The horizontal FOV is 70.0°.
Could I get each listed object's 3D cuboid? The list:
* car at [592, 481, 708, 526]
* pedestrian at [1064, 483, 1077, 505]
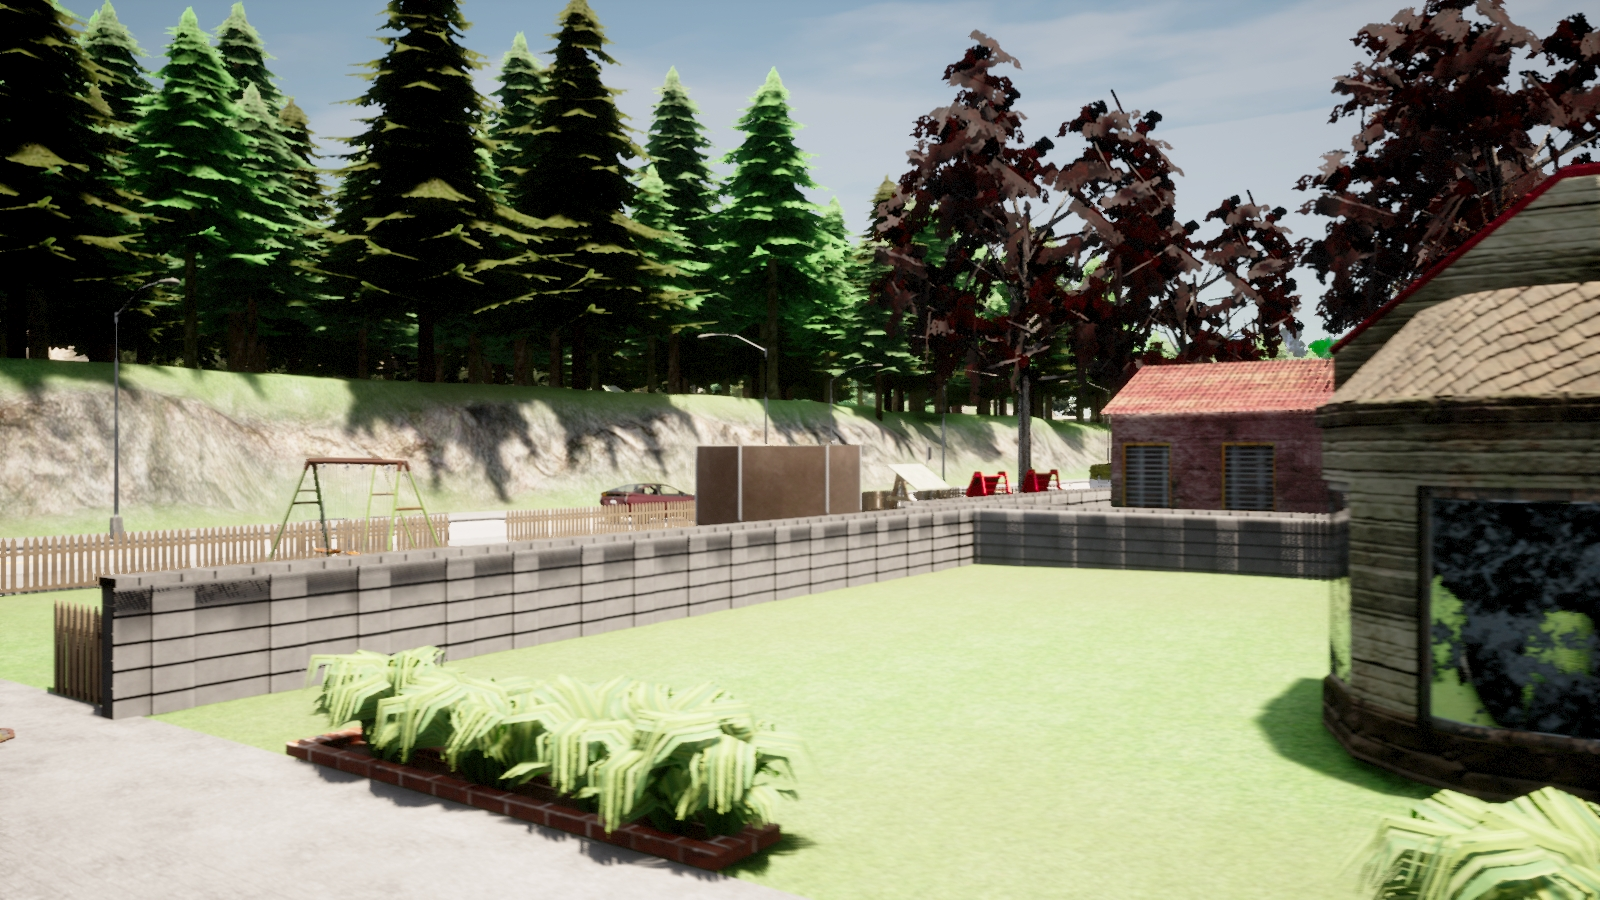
[{"bbox_3d":[-5.834,2.060,44.912,2.007,1.525,4.514,0,0,35],"label":"car"},{"bbox_3d":[13.744,2.243,58.076,0.500,1.100,0.500,0,0,35],"label":"pedestrian"}]
